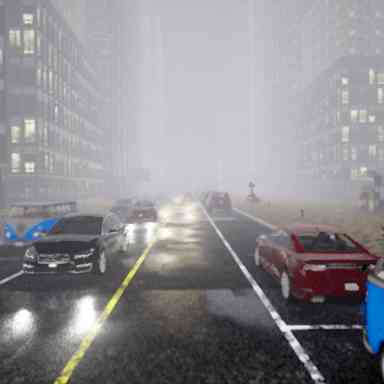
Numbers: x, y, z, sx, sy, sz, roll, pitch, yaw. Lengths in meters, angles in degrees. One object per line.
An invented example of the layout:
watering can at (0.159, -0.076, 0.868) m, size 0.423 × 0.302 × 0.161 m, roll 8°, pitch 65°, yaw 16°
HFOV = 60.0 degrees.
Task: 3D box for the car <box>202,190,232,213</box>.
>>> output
car at (2.378, 0.892, 29.951) m, size 2.192 × 1.841 × 5.009 m, roll 0°, pitch 1°, yaw -1°

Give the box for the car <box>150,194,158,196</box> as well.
car at (-6.184, 0.992, 46.478) m, size 1.802 × 1.307 × 4.206 m, roll 0°, pitch 1°, yaw -1°

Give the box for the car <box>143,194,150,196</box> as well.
car at (-6.062, 1.111, 35.400) m, size 2.008 × 1.369 × 4.403 m, roll 0°, pitch 1°, yaw -1°

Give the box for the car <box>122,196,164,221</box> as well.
car at (-3.323, 1.268, 23.381) m, size 1.994 × 1.385 × 4.181 m, roll 0°, pitch 1°, yaw -1°

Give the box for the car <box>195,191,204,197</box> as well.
car at (1.827, 0.465, 79.801) m, size 1.947 × 1.339 × 4.313 m, roll 0°, pitch 1°, yaw -1°

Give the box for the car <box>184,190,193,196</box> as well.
car at (-0.890, 0.311, 81.880) m, size 2.033 × 1.411 × 5.357 m, roll 0°, pitch 1°, yaw -1°

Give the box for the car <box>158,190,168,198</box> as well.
car at (-6.430, 0.691, 68.632) m, size 1.802 × 1.307 × 4.206 m, roll 0°, pitch 1°, yaw -1°

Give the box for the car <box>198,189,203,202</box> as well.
car at (2.255, 0.742, 41.029) m, size 2.192 × 1.841 × 5.009 m, roll 0°, pitch 1°, yaw -1°

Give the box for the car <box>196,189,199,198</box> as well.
car at (2.133, 0.591, 52.105) m, size 2.192 × 1.841 × 5.009 m, roll 0°, pitch 1°, yaw -1°

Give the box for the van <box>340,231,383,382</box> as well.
van at (2.798, 1.290, 2.265) m, size 1.690 × 1.788 × 3.998 m, roll 0°, pitch 1°, yaw -1°

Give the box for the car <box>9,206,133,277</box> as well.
car at (-3.192, 1.391, 9.995) m, size 1.837 × 1.490 × 4.892 m, roll 0°, pitch 1°, yaw 0°

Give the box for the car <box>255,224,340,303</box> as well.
car at (2.647, 1.420, 7.803) m, size 1.887 × 1.381 × 4.507 m, roll 0°, pitch 1°, yaw -1°

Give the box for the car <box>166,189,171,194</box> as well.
car at (-6.552, 0.540, 79.709) m, size 1.802 × 1.307 × 4.206 m, roll 0°, pitch 1°, yaw -1°

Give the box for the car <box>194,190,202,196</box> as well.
car at (1.704, 0.187, 90.876) m, size 1.967 × 1.590 × 4.097 m, roll 0°, pitch 1°, yaw -1°

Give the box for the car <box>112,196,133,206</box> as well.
car at (-6.001, 1.201, 29.862) m, size 1.947 × 1.339 × 4.313 m, roll 0°, pitch 1°, yaw -1°

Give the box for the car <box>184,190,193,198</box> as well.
car at (-0.779, 0.573, 71.875) m, size 1.994 × 1.385 × 4.181 m, roll 0°, pitch 1°, yaw -1°

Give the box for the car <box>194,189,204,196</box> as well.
car at (1.766, 0.138, 85.336) m, size 2.192 × 1.841 × 5.009 m, roll 0°, pitch 1°, yaw -1°

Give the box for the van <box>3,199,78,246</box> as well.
van at (-5.818, 1.200, 13.244) m, size 1.690 × 1.788 × 3.998 m, roll 0°, pitch 1°, yaw -1°

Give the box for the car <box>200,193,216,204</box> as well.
car at (2.195, 0.917, 46.570) m, size 1.947 × 1.339 × 4.313 m, roll 0°, pitch 1°, yaw -1°

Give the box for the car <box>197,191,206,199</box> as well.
car at (1.948, 0.573, 68.893) m, size 1.752 × 1.417 × 4.829 m, roll 0°, pitch 1°, yaw -1°
